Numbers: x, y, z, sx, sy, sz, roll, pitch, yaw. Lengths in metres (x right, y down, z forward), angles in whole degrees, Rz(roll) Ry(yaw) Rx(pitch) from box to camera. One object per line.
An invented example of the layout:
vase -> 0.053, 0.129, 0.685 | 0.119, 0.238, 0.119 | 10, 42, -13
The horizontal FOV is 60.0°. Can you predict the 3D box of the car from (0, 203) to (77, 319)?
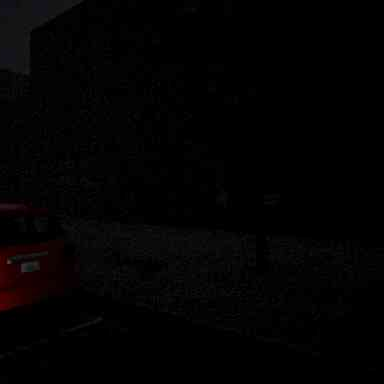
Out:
car -> -4.646, 1.238, 6.631 | 5.566, 2.045, 2.435 | 0, 0, 36
